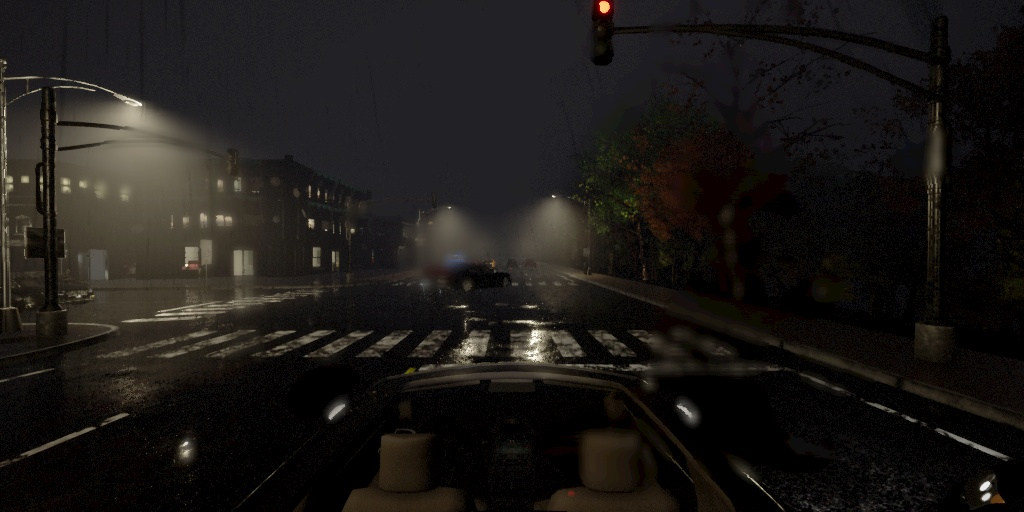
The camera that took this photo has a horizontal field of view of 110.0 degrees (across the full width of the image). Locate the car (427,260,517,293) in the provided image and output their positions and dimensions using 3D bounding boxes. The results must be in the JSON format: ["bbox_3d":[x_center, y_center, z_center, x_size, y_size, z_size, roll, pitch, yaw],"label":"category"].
[{"bbox_3d":[-2.127,1.223,20.804,1.882,1.535,5.008,1,1,40],"label":"car"}]

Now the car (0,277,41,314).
[{"bbox_3d":[-19.971,1.565,12.521,4.313,1.339,1.948,0,0,0],"label":"car"}]

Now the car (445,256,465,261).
[{"bbox_3d":[-6.677,0.957,42.771,2.150,2.045,5.566,0,0,0],"label":"car"}]

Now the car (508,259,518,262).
[{"bbox_3d":[-0.037,1.231,63.189,1.837,1.490,4.892,0,0,0],"label":"car"}]

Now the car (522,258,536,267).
[{"bbox_3d":[3.213,1.204,63.215,1.882,1.535,5.008,0,0,0],"label":"car"}]

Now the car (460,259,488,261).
[{"bbox_3d":[-3.411,1.266,33.087,1.812,1.442,4.674,0,0,0],"label":"car"}]

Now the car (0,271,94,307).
[{"bbox_3d":[-20.844,1.485,15.226,4.892,1.490,1.837,0,1,0],"label":"car"}]

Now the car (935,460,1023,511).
[{"bbox_3d":[3.356,1.314,0.208,1.994,1.385,4.181,0,0,0],"label":"car"}]

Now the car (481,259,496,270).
[{"bbox_3d":[-3.445,1.209,53.445,1.882,1.535,5.008,0,0,0],"label":"car"}]

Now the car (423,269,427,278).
[{"bbox_3d":[-6.661,1.341,32.866,1.895,1.301,4.718,0,0,2],"label":"car"}]
